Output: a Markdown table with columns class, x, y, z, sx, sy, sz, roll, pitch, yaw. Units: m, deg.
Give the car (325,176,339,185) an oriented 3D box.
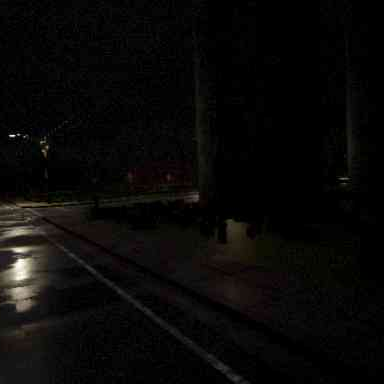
| class | x | y | z | sx | sy | sz | roll | pitch | yaw |
| --- | --- | --- | --- | --- | --- | --- | --- | --- | --- |
| car | 24.928 | -1.872 | 60.859 | 1.905 | 1.878 | 3.866 | -3 | 2 | -33 |
